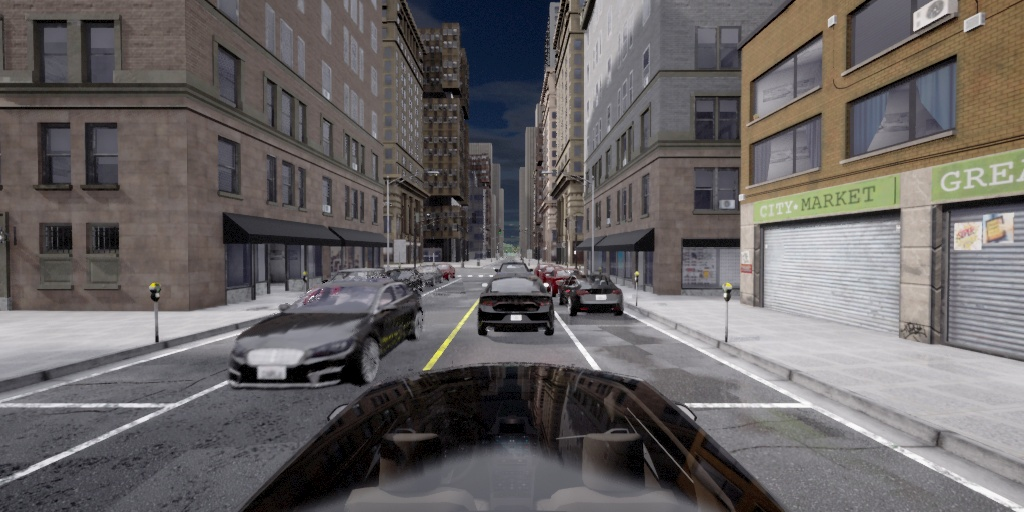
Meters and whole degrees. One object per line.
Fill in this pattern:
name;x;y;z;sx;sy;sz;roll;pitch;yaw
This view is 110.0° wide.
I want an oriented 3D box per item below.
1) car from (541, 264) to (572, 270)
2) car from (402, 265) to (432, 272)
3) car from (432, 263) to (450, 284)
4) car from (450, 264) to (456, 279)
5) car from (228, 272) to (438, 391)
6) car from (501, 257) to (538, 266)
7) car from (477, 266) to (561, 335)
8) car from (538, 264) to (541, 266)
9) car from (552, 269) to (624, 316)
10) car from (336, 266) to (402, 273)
car;2.765;1.293;18.650;1.888;1.381;4.507;0;0;0
car;-5.761;1.313;18.653;1.948;1.339;4.313;0;0;0
car;-5.759;1.298;24.158;2.007;1.370;4.403;0;0;0
car;-5.758;1.293;29.663;1.888;1.381;4.507;0;0;0
car;-3.097;1.240;7.072;2.128;1.511;4.902;0;0;0
car;0.105;1.100;19.698;2.097;1.767;4.553;0;0;0
car;0.100;1.226;10.475;1.882;1.535;5.008;0;0;0
car;2.766;1.293;24.156;1.888;1.381;4.507;0;0;0
car;2.764;1.314;13.146;1.948;1.339;4.313;0;0;0
car;-5.762;1.188;13.147;1.967;1.591;4.097;0;0;0
